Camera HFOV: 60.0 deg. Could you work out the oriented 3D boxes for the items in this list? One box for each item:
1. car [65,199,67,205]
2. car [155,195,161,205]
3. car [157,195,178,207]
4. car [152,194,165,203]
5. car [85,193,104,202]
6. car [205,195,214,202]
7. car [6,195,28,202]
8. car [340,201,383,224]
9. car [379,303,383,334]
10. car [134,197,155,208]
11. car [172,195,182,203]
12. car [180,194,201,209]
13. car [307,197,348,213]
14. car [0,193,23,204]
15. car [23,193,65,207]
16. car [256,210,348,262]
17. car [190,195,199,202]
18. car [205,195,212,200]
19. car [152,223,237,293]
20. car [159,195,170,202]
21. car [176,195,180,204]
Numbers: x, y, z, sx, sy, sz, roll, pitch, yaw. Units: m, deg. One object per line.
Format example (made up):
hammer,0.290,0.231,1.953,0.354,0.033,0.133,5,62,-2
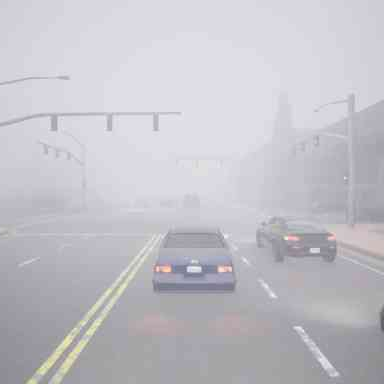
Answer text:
car,-21.415,1.156,51.285,3.866,1.878,1.905,0,0,0
car,-7.031,1.564,57.705,1.994,1.385,4.181,0,0,2
car,-3.687,1.601,50.885,1.895,1.301,4.718,0,0,1
car,-6.705,1.352,67.715,2.097,1.767,4.553,0,0,2
car,-21.440,1.156,70.909,3.866,1.878,1.905,0,0,0
car,4.102,1.549,78.736,1.994,1.385,4.181,0,0,2
car,-38.895,1.364,73.795,3.905,1.438,1.784,0,0,0
car,13.605,1.564,24.497,4.181,1.385,1.994,0,0,0
car,3.595,1.526,2.848,1.812,1.442,4.674,0,0,1
car,-7.226,1.492,48.793,2.128,1.511,4.902,0,0,1
car,-3.097,1.500,71.232,1.837,1.490,4.892,0,0,2
car,-0.037,1.221,44.552,2.150,2.045,5.566,0,0,0
car,14.670,1.352,35.220,4.553,1.767,2.097,0,0,0
car,-38.960,1.153,70.899,4.605,1.855,1.932,0,0,0
car,-21.471,1.153,48.391,4.605,1.855,1.932,0,0,0
car,3.566,1.526,11.954,1.812,1.442,4.674,0,0,0
car,0.633,1.478,79.940,1.882,1.535,5.008,0,0,2
car,4.359,1.470,88.527,1.994,1.385,4.181,0,0,2
car,0.060,1.547,8.963,2.033,1.411,5.357,0,0,0
car,-6.425,1.460,77.827,1.882,1.535,5.008,0,0,2
car,-3.431,1.564,60.943,1.994,1.385,4.181,0,0,2
